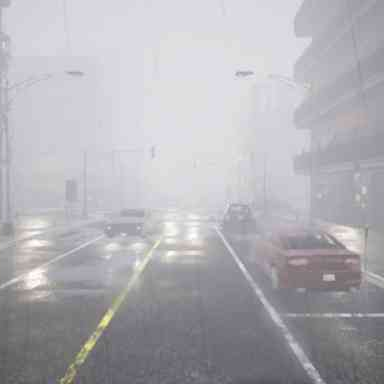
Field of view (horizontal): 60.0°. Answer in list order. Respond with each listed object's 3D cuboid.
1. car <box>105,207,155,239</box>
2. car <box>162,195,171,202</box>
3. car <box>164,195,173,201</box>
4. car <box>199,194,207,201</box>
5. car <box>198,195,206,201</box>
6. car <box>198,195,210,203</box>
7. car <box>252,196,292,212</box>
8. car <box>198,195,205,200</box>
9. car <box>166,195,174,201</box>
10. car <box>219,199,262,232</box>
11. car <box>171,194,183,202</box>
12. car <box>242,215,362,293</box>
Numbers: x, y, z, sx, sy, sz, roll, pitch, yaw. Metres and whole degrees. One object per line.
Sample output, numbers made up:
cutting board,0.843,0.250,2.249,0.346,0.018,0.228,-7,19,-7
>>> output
car,-3.079,1.532,17.629,2.033,1.411,5.357,0,0,0
car,-5.716,1.476,74.915,1.752,1.417,4.829,-1,0,0
car,-5.719,1.514,80.755,1.947,1.339,4.313,-1,0,0
car,2.626,1.389,80.723,1.967,1.590,4.097,-1,0,0
car,2.624,1.513,86.394,1.947,1.339,4.313,-1,0,0
car,2.633,1.394,69.382,1.967,1.590,4.097,-1,0,0
car,8.266,1.247,35.655,4.553,1.767,2.097,-1,1,0
car,2.620,1.495,92.065,2.008,1.369,4.403,-1,0,0
car,-5.723,1.472,86.256,1.752,1.417,4.829,-1,0,0
car,2.665,1.423,20.096,1.967,1.590,4.097,-1,0,0
car,-3.046,1.430,72.739,1.882,1.535,5.008,0,0,0
car,2.673,1.537,8.727,1.887,1.381,4.507,-1,0,0
